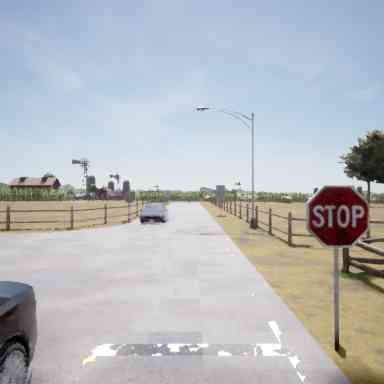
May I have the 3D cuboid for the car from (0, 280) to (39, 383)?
[{"bbox_3d":[-2.751,1.479,1.906,1.882,1.535,5.008,0,0,0],"label":"car"}]

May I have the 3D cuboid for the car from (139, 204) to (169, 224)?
[{"bbox_3d":[-2.755,1.598,25.366,2.033,1.411,5.357,0,0,0],"label":"car"}]
